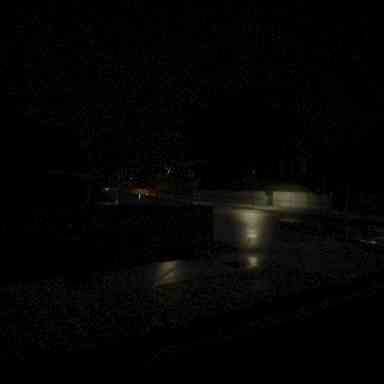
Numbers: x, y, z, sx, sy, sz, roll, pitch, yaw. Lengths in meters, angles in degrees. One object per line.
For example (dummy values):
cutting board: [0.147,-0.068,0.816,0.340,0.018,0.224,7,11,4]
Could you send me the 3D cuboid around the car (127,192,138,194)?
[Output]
car: [-9.405,0.691,52.723,1.895,1.301,4.718,-1,1,-29]
